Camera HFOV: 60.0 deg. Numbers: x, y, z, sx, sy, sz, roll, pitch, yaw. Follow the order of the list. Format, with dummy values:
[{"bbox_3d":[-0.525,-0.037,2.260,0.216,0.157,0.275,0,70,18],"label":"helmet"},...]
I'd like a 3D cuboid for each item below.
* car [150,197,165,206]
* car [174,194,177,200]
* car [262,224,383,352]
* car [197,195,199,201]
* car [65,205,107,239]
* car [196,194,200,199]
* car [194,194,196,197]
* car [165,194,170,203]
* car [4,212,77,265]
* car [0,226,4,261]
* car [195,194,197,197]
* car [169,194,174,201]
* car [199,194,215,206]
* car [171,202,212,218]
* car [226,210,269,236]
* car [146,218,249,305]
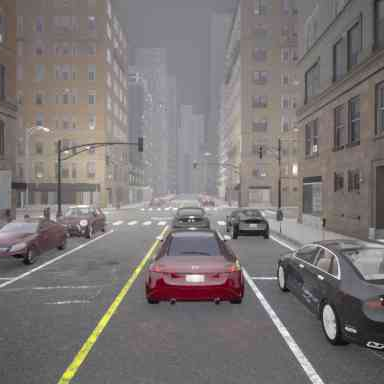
[{"bbox_3d":[-5.903,1.618,54.221,1.802,1.307,4.206,0,0,0],"label":"car"},{"bbox_3d":[-6.025,1.457,92.081,2.192,1.841,5.009,0,0,0],"label":"car"},{"bbox_3d":[2.828,1.551,6.158,2.008,1.369,4.403,0,0,0],"label":"car"},{"bbox_3d":[2.588,1.607,65.068,2.008,1.369,4.403,0,0,0],"label":"car"},{"bbox_3d":[-5.752,1.441,17.118,1.967,1.590,4.097,0,0,0],"label":"car"},{"bbox_3d":[2.552,1.524,75.886,1.967,1.590,4.097,0,0,0],"label":"car"},{"bbox_3d":[2.499,1.457,92.114,2.192,1.841,5.009,0,0,0],"label":"car"},{"bbox_3d":[-5.937,1.607,65.038,2.008,1.369,4.403,0,0,0],"label":"car"},{"bbox_3d":[-5.725,1.582,11.617,1.802,1.307,4.206,0,0,0],"label":"car"},{"bbox_3d":[-5.697,1.566,6.115,1.947,1.339,4.313,0,0,0],"label":"car"},{"bbox_3d":[2.517,1.561,86.704,1.967,1.590,4.097,0,0,0],"label":"car"},{"bbox_3d":[-5.989,1.626,81.093,1.752,1.417,4.829,0,0,0],"label":"car"},{"bbox_3d":[2.621,1.476,54.250,1.967,1.590,4.097,0,0,0],"label":"car"},{"bbox_3d":[-0.046,1.506,17.069,1.837,1.490,4.892,0,0,0],"label":"car"},{"bbox_3d":[2.773,1.567,17.160,1.947,1.339,4.313,0,0,0],"label":"car"},{"bbox_3d":[0.042,1.564,8.156,1.994,1.385,4.181,0,0,-1],"label":"car"}]
